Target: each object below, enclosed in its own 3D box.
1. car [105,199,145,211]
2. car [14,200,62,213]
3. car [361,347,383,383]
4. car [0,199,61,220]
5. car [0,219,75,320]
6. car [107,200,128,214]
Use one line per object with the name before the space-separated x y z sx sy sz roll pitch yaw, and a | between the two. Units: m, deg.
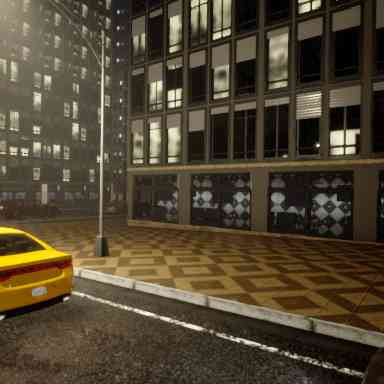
car | -9.246 1.802 46.355 2.033 1.411 5.357 1 0 36
car | -17.899 1.641 38.956 1.752 1.417 4.829 1 0 36
car | 3.491 1.548 1.208 5.357 1.411 2.033 0 0 35
car | -14.374 1.518 29.591 2.192 1.841 5.009 1 0 36
car | -4.528 1.474 6.881 5.008 1.535 1.882 0 0 35
car | -7.603 1.829 38.823 1.752 1.417 4.829 1 0 36
